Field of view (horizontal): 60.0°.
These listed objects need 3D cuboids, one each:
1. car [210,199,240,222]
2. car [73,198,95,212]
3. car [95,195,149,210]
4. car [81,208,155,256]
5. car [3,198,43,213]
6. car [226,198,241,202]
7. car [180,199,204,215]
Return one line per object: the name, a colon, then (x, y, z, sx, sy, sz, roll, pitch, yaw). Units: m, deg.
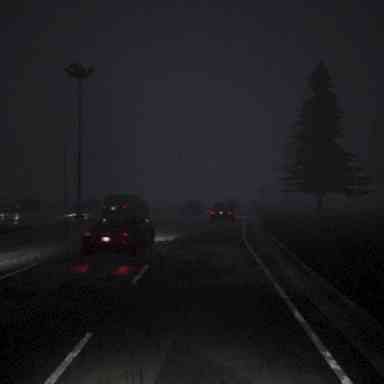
car: (2.477, 1.549, 26.299, 2.033, 1.411, 5.357, 0, 0, 9)
car: (-11.208, 1.330, 36.323, 1.994, 1.385, 4.181, 0, 0, 9)
car: (-4.842, 1.208, 24.829, 2.150, 2.045, 5.566, 0, 0, 9)
car: (-2.735, 1.556, 13.185, 1.994, 1.385, 4.181, 0, 0, 4)
car: (-18.318, 1.464, 36.282, 1.837, 1.490, 4.892, 0, 0, 10)
car: (4.905, 1.509, 41.227, 1.837, 1.490, 4.892, 0, 0, 9)
car: (0.102, 1.473, 33.553, 1.882, 1.535, 5.008, 0, 0, 9)
